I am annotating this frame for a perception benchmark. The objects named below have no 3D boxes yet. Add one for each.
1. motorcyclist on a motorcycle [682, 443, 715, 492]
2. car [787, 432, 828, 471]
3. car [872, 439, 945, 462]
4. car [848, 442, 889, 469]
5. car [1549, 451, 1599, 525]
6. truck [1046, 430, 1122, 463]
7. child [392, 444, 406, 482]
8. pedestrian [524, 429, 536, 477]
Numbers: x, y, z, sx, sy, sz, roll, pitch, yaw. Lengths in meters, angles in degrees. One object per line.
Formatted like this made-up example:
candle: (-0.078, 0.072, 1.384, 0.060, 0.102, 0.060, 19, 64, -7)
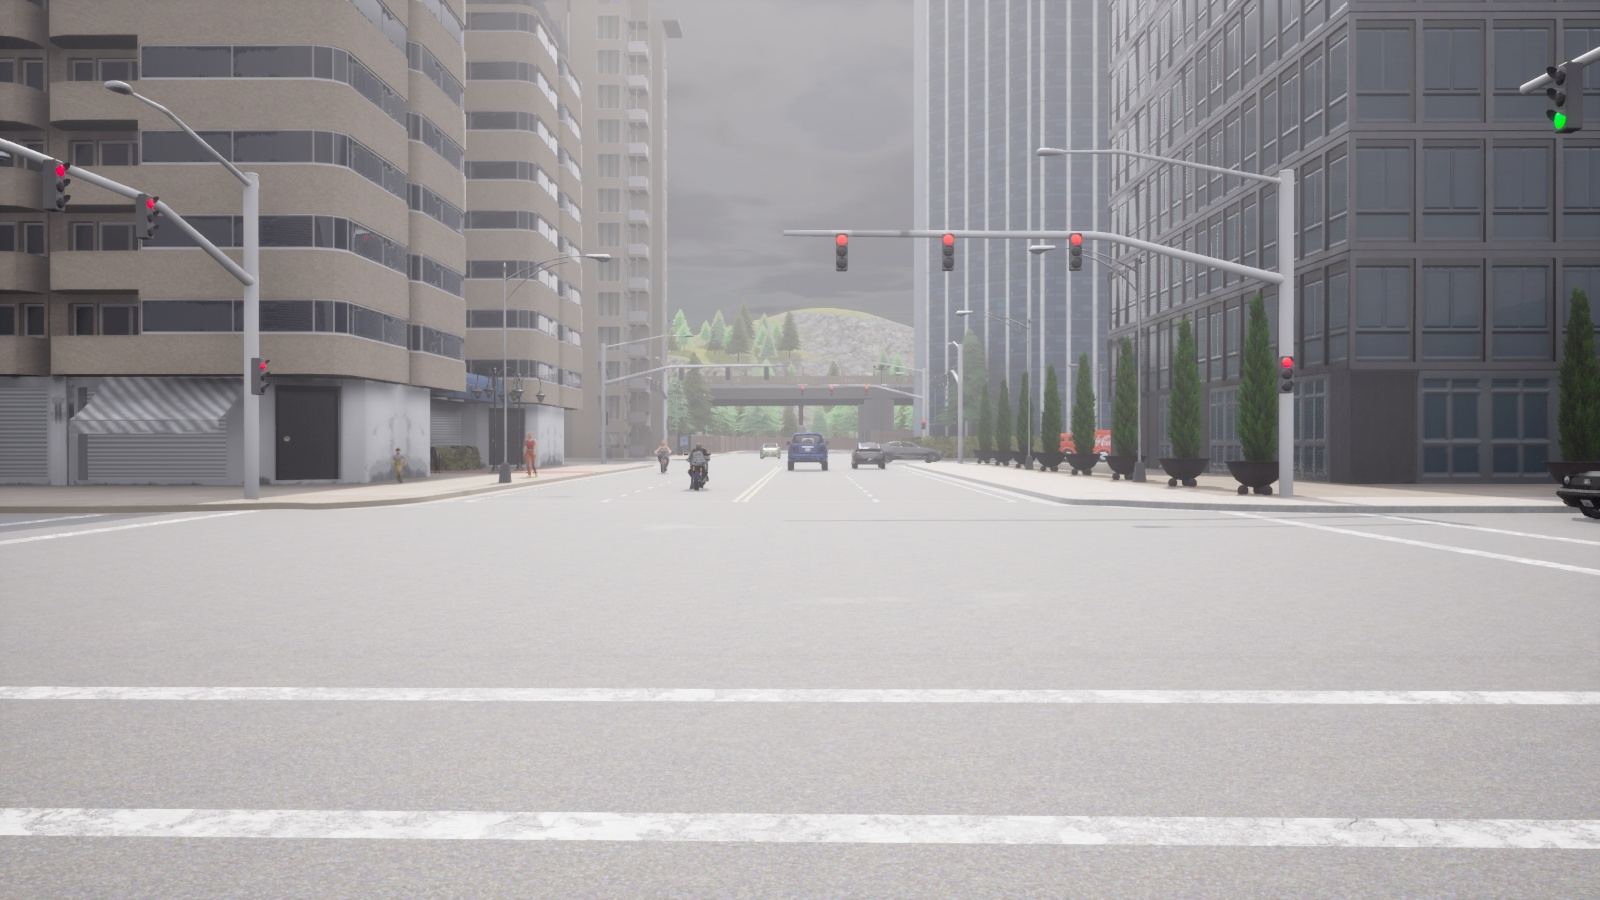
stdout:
motorcyclist on a motorcycle: (-3.242, 0.551, 40.296, 0.866, 1.530, 2.191, 0, 0, 0)
car: (0.429, 0.077, 68.917, 2.150, 2.045, 5.566, 0, 0, 0)
car: (7.655, 0.029, 88.955, 5.027, 1.651, 2.152, 0, 0, 0)
car: (3.955, 0.294, 72.949, 2.128, 1.511, 4.902, 0, 0, 0)
car: (16.486, 0.677, 22.714, 4.718, 1.301, 1.895, 0, 0, 1)
truck: (21.701, -0.265, 96.011, 5.204, 2.467, 2.627, 0, 0, 0)
child: (-13.312, 0.439, 41.685, 0.270, 1.263, 0.437, 0, 0, 5)
pedestrian: (-10.444, 0.119, 48.586, 0.345, 1.836, 0.594, 0, 0, 3)
